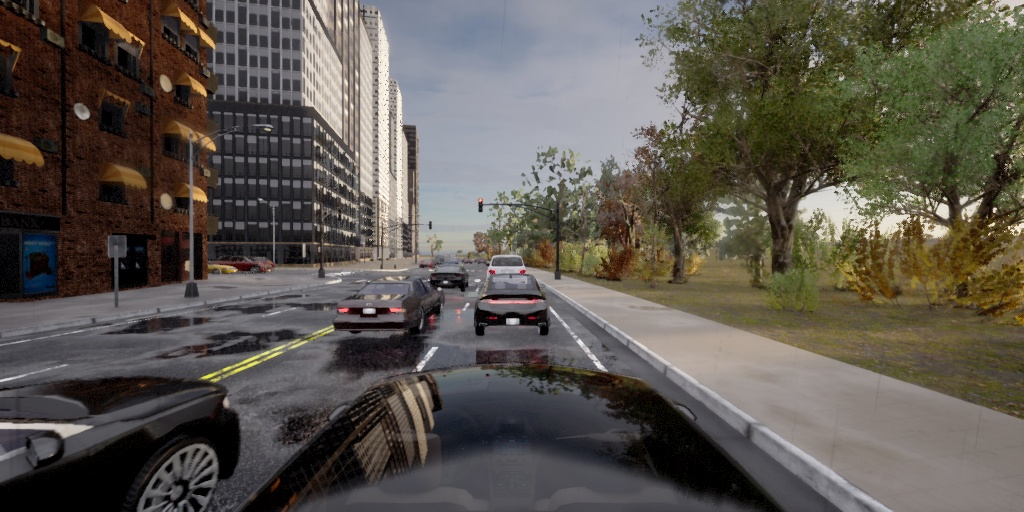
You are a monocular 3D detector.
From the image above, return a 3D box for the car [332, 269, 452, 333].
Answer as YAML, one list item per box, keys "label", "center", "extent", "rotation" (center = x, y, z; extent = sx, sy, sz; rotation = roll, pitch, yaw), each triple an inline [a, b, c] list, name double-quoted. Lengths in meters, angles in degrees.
- label: "car"
  center: [-3.282, 1.296, 10.644]
  extent: [2.033, 1.411, 5.357]
  rotation: [0, 0, -1]

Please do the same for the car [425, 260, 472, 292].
- label: "car"
  center: [-3.612, 1.221, 21.261]
  extent: [1.882, 1.535, 5.008]
  rotation: [0, 0, -3]

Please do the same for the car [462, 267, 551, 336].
- label: "car"
  center: [-0.029, 1.239, 10.390]
  extent: [2.128, 1.511, 4.902]
  rotation: [0, 0, -1]

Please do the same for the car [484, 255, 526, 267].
- label: "car"
  center: [-0.338, 0.964, 20.827]
  extent: [2.150, 2.045, 5.566]
  rotation: [0, 0, -2]

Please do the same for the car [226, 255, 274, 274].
- label: "car"
  center: [-25.422, 0.782, 33.939]
  extent: [4.553, 1.767, 2.097]
  rotation: [1, 0, -11]

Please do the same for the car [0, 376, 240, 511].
- label: "car"
  center: [-3.189, 1.241, 1.006]
  extent: [2.128, 1.511, 4.902]
  rotation: [0, 0, 0]

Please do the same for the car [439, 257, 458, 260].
- label: "car"
  center: [-9.566, 1.281, 54.416]
  extent: [1.994, 1.385, 4.181]
  rotation: [0, 0, -6]

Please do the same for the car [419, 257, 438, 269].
- label: "car"
  center: [-12.792, 1.197, 54.078]
  extent: [1.882, 1.535, 5.008]
  rotation: [0, 0, -5]

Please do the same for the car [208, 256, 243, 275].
- label: "car"
  center: [-26.686, 0.938, 30.966]
  extent: [4.829, 1.417, 1.751]
  rotation: [0, 0, -11]
